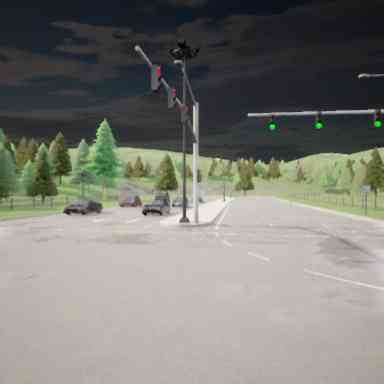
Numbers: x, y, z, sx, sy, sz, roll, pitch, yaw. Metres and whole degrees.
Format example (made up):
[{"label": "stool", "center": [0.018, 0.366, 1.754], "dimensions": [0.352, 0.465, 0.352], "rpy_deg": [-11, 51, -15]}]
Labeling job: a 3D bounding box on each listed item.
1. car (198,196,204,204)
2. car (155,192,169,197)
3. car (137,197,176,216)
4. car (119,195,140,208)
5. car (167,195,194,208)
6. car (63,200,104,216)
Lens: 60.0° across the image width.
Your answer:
[{"label": "car", "center": [1.039, 1.403, 62.403], "dimensions": [1.812, 1.442, 4.674], "rpy_deg": [0, 0, 9]}, {"label": "car", "center": [-5.758, 1.090, 64.260], "dimensions": [2.150, 2.045, 5.566], "rpy_deg": [0, 0, 9]}, {"label": "car", "center": [-3.300, 1.484, 32.030], "dimensions": [2.033, 1.411, 5.357], "rpy_deg": [0, 0, 8]}, {"label": "car", "center": [-8.425, 1.263, 45.877], "dimensions": [2.097, 1.767, 4.553], "rpy_deg": [0, 0, 8]}, {"label": "car", "center": [-1.531, 1.404, 44.640], "dimensions": [2.128, 1.511, 4.902], "rpy_deg": [0, 0, 8]}, {"label": "car", "center": [-10.349, 1.484, 32.162], "dimensions": [2.033, 1.411, 5.357], "rpy_deg": [0, 0, 8]}]
